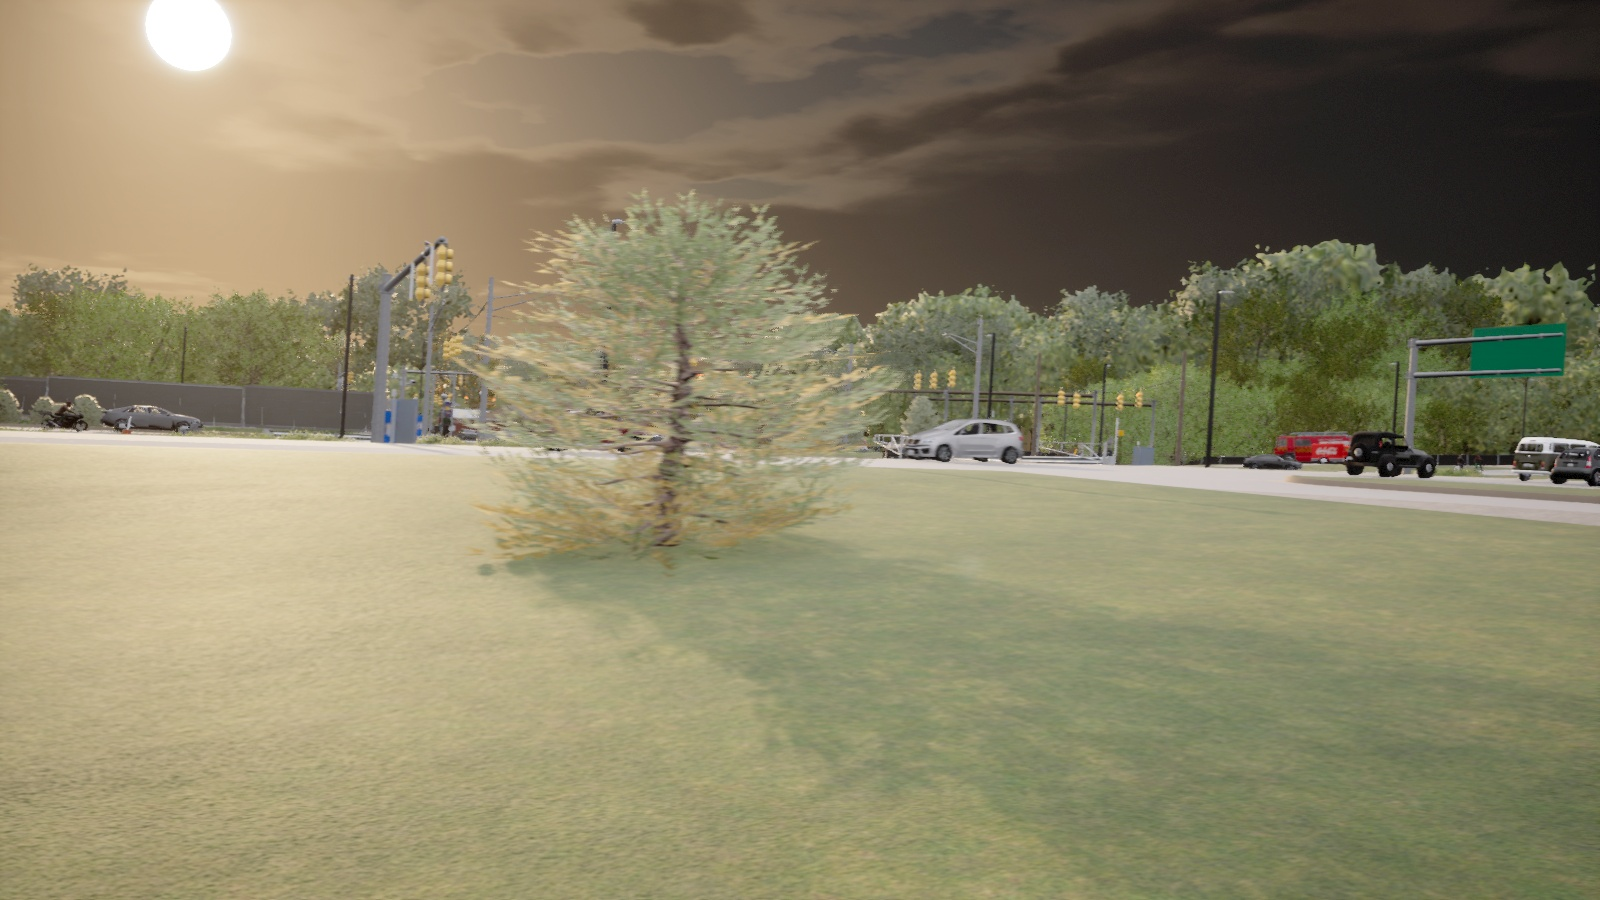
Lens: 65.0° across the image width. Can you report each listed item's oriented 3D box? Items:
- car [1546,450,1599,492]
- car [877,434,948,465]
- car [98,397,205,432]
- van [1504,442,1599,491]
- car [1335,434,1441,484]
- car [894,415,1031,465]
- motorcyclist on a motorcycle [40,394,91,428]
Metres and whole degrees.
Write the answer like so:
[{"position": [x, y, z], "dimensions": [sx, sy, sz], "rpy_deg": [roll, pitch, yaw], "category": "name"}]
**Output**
[{"position": [33.692, 0.937, 52.991], "dimensions": [3.988, 1.617, 1.851], "rpy_deg": [3, 1, -25], "category": "car"}, {"position": [6.281, -0.029, 70.516], "dimensions": [2.007, 1.525, 4.514], "rpy_deg": [3, 1, -23], "category": "car"}, {"position": [-34.404, -1.886, 66.803], "dimensions": [4.902, 1.511, 2.128], "rpy_deg": [3, 1, -25], "category": "car"}, {"position": [34.648, 0.759, 57.307], "dimensions": [4.480, 2.038, 2.069], "rpy_deg": [2, 1, -25], "category": "van"}, {"position": [24.626, 0.388, 52.565], "dimensions": [3.866, 1.878, 1.905], "rpy_deg": [3, 1, -25], "category": "car"}, {"position": [6.155, -0.388, 47.692], "dimensions": [4.611, 1.667, 2.242], "rpy_deg": [2, 1, -25], "category": "car"}, {"position": [-36.281, -1.921, 62.068], "dimensions": [2.044, 1.523, 0.797], "rpy_deg": [3, 1, -25], "category": "motorcyclist on a motorcycle"}]
